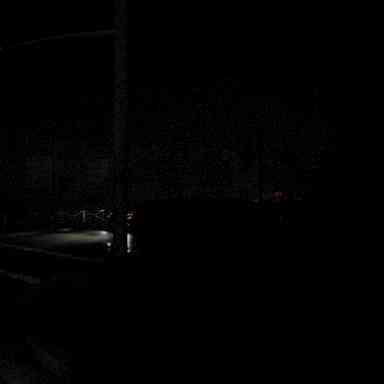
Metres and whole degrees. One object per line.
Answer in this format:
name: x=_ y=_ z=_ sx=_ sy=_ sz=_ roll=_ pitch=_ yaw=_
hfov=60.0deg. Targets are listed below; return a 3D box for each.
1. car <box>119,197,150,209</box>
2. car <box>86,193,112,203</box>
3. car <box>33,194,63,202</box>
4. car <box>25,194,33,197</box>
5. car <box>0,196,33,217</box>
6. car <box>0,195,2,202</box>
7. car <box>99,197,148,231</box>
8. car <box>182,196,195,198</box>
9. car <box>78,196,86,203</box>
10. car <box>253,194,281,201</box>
car: x=-7.527 y=1.384 z=43.861 sx=1.970 sy=1.475 sz=3.806 roll=0 pitch=0 yaw=35
car: x=-15.890 y=1.097 z=59.048 sx=1.932 sy=1.855 sz=4.605 roll=0 pitch=0 yaw=35
car: x=-28.940 y=1.154 z=67.787 sx=2.152 sy=1.636 sz=5.027 roll=0 pitch=0 yaw=35
car: x=-34.363 y=1.232 z=71.233 sx=1.970 sy=1.475 sz=3.806 roll=0 pitch=0 yaw=35
car: x=-15.847 y=1.340 z=26.945 sx=2.007 sy=1.523 sz=4.514 roll=0 pitch=0 yaw=35
car: x=-41.427 y=1.298 z=67.598 sx=2.007 sy=1.523 sz=4.514 roll=0 pitch=0 yaw=35
car: x=-3.087 y=1.352 z=20.594 sx=2.097 sy=1.767 sz=4.553 roll=0 pitch=0 yaw=35
car: x=-0.805 y=1.374 z=48.194 sx=1.845 sy=1.501 sz=3.633 roll=0 pitch=0 yaw=35
car: x=-18.500 y=1.077 z=60.391 sx=1.905 sy=1.878 sz=3.866 roll=0 pitch=0 yaw=35
car: x=8.393 y=1.221 z=37.074 sx=2.150 sy=2.045 sz=5.566 roll=0 pitch=0 yaw=35
